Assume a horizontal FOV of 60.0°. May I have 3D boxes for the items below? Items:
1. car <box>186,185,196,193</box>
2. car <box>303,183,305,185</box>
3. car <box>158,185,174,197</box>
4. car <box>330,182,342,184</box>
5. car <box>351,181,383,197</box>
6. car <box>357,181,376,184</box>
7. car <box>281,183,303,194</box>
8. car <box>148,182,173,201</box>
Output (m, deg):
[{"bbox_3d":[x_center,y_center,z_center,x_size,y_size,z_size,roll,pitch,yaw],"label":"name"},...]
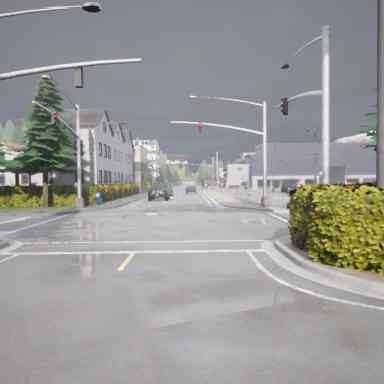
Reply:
[{"bbox_3d":[-0.168,-0.562,58.667,2.128,1.511,4.902,-1,2,0],"label":"car"},{"bbox_3d":[18.895,-0.862,59.105,1.970,1.475,3.806,-1,2,0],"label":"car"},{"bbox_3d":[-3.731,-0.160,48.408,1.837,1.490,4.892,-1,2,0],"label":"car"},{"bbox_3d":[25.310,-1.026,59.457,2.152,1.636,5.027,-1,2,0],"label":"car"},{"bbox_3d":[22.261,-0.457,42.067,1.932,1.855,4.605,-1,2,0],"label":"car"},{"bbox_3d":[19.016,-0.173,34.187,1.905,1.878,3.866,-1,2,0],"label":"car"},{"bbox_3d":[15.270,-0.515,52.045,2.007,1.523,4.514,-1,2,0],"label":"car"},{"bbox_3d":[-3.720,-0.097,38.247,2.150,2.045,5.566,-1,2,0],"label":"car"}]
